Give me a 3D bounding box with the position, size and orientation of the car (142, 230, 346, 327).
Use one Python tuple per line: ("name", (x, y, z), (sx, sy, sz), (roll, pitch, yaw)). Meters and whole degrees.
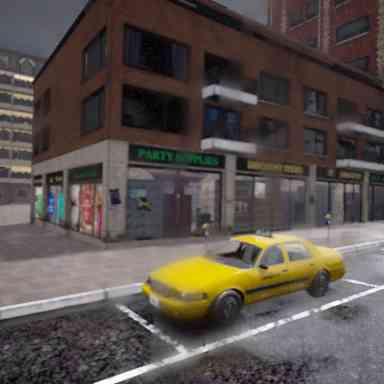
("car", (1.334, 1.524, 7.023), (4.829, 1.417, 1.752), (0, 2, -35))
